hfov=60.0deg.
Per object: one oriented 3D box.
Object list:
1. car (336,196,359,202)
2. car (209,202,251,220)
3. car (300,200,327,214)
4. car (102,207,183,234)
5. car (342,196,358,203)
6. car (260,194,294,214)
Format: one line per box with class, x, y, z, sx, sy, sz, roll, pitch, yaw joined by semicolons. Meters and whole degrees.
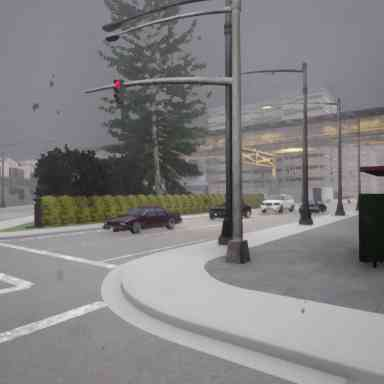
car;31.871;1.364;68.050;4.536;1.218;1.853;0;0;-29
car;3.344;1.535;28.519;1.882;1.535;5.008;-1;0;36
car;13.050;1.589;35.642;1.994;1.385;4.181;-1;0;36
car;-2.771;1.602;20.068;2.033;1.411;5.357;-1;0;36
car;31.827;1.522;68.023;4.974;1.542;2.038;0;0;-29
car;9.640;1.281;37.189;2.150;2.045;5.566;-1;0;36
